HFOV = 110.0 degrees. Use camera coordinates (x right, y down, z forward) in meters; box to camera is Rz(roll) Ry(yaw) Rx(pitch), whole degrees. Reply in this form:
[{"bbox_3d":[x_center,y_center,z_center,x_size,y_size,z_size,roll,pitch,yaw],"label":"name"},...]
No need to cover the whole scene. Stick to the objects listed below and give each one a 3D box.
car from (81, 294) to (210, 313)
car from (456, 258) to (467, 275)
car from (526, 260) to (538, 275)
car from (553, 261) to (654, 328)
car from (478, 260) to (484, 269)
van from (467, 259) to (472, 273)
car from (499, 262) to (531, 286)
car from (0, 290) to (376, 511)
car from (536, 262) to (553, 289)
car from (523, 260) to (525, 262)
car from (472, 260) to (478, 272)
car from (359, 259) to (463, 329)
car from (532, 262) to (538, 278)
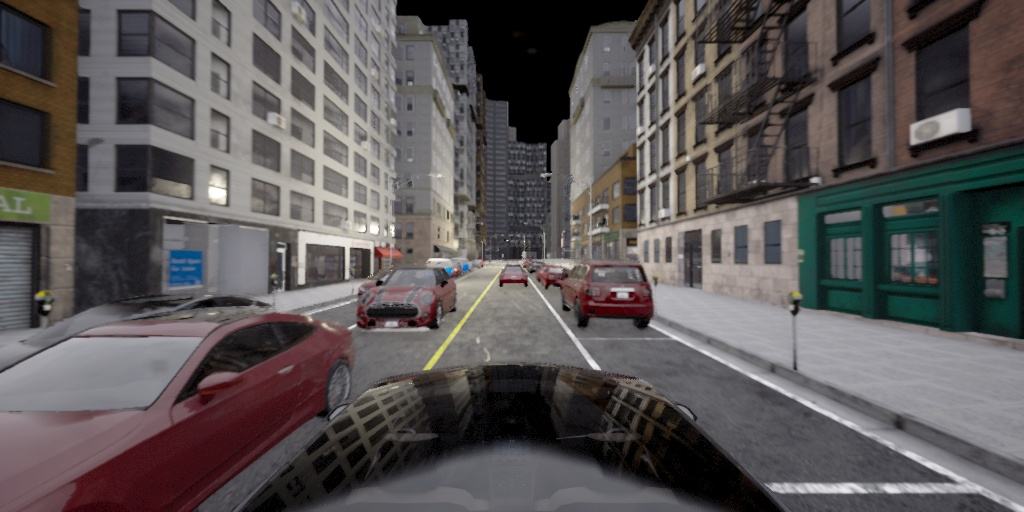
[{"bbox_3d":[-5.761,1.318,5.783,1.948,1.339,4.313,0,0,0],"label":"car"},{"bbox_3d":[-5.758,1.200,33.831,1.967,1.591,4.097,0,0,0],"label":"car"},{"bbox_3d":[2.768,1.326,39.438,1.948,1.339,4.313,0,0,0],"label":"car"},{"bbox_3d":[2.766,1.069,11.391,2.192,1.841,5.009,0,0,0],"label":"car"},{"bbox_3d":[-5.756,1.308,56.268,2.007,1.370,4.403,0,0,0],"label":"car"},{"bbox_3d":[-5.758,1.101,39.440,1.690,1.789,3.998,0,0,0],"label":"van"},{"bbox_3d":[0.104,1.323,25.399,1.994,1.385,4.181,0,0,0],"label":"car"},{"bbox_3d":[-3.071,1.276,3.232,1.812,1.442,4.674,0,0,0],"label":"car"},{"bbox_3d":[2.766,1.303,22.609,1.888,1.381,4.507,0,0,0],"label":"car"},{"bbox_3d":[2.769,1.305,45.047,1.888,1.381,4.507,0,0,0],"label":"car"},{"bbox_3d":[-5.757,1.310,45.049,2.007,1.370,4.403,0,0,0],"label":"car"},{"bbox_3d":[-2.998,1.106,11.192,2.097,1.767,4.553,0,0,0],"label":"car"},{"bbox_3d":[2.767,1.342,28.219,1.802,1.307,4.207,0,0,0],"label":"car"}]
